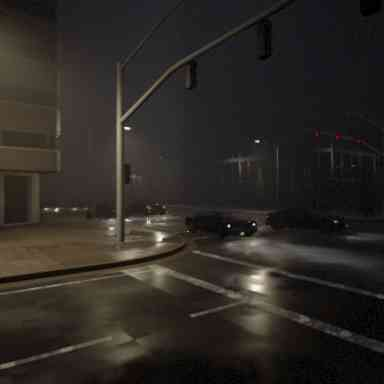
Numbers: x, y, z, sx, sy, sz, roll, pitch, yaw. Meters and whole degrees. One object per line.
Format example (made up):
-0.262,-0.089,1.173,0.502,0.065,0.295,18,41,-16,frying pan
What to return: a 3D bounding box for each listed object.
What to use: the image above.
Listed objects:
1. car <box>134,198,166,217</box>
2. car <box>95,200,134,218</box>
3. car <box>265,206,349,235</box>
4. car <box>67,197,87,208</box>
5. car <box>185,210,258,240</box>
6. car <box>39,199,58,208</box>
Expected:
-4.423,1.419,32.570,2.097,1.767,4.553,0,0,-36,car
-7.456,1.590,30.816,1.812,1.442,4.674,0,0,-37,car
6.516,1.565,19.279,4.674,1.442,1.812,-1,-1,42,car
-17.600,1.544,50.655,1.882,1.535,5.008,0,0,-36,car
1.401,1.661,17.671,1.895,1.301,4.718,0,0,-27,car
-21.680,1.665,50.338,1.895,1.301,4.718,0,0,-36,car
